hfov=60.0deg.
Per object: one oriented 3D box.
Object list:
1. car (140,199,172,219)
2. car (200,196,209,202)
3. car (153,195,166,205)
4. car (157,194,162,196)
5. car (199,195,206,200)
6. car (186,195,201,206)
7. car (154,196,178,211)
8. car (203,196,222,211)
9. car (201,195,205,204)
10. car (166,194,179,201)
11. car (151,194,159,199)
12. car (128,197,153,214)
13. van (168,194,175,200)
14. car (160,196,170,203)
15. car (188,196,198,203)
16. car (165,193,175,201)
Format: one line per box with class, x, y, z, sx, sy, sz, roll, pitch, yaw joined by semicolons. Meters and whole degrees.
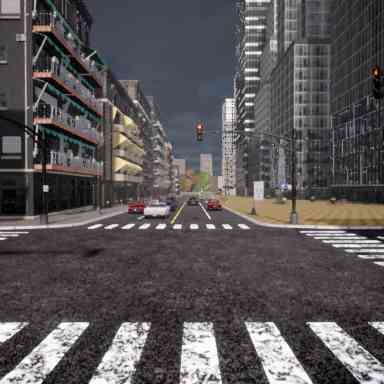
car;-3.063;1.597;29.467;1.895;1.301;4.718;0;0;0
car;2.739;1.548;75.007;1.887;1.381;4.507;-1;0;0
car;-5.631;1.439;58.013;1.967;1.590;4.097;-1;0;0
car;-5.640;1.313;52.365;2.192;1.841;5.009;-1;0;0
car;2.759;1.535;92.125;1.752;1.417;4.829;-1;0;0
car;0.167;1.525;56.277;1.812;1.442;4.674;0;0;0
car;-3.039;1.560;39.528;1.994;1.385;4.181;0;0;1
car;2.696;1.541;41.113;1.887;1.381;4.507;-1;0;0
car;2.725;1.551;63.709;2.008;1.369;4.403;-1;0;0
car;-3.027;1.502;49.709;1.837;1.490;4.892;0;0;0
car;-5.652;1.436;41.066;1.967;1.590;4.097;-1;0;0
car;-5.657;1.540;35.417;1.887;1.381;4.507;-1;0;0
van;-5.591;1.351;91.906;1.690;1.788;3.998;-1;0;0
car;-5.615;1.584;69.311;1.802;1.307;4.206;-1;0;0
car;0.194;1.603;69.720;1.895;1.301;4.718;0;0;0
car;-5.598;1.322;86.258;2.192;1.841;5.009;-1;0;0
